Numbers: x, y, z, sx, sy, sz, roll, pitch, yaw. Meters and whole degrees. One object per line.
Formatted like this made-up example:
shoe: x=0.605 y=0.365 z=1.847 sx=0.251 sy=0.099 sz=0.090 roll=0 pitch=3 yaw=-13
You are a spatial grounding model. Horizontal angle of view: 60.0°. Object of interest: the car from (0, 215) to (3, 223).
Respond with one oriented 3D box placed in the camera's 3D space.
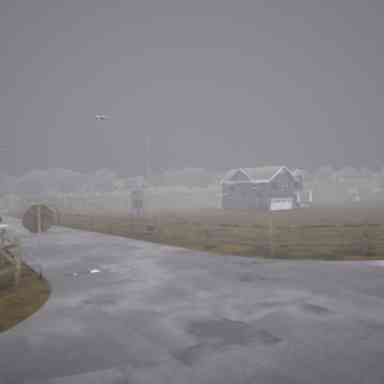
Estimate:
car: x=-26.431 y=3.527 z=44.368 sx=1.895 sy=1.301 sz=4.718 roll=-2 pitch=-1 yaw=-35
